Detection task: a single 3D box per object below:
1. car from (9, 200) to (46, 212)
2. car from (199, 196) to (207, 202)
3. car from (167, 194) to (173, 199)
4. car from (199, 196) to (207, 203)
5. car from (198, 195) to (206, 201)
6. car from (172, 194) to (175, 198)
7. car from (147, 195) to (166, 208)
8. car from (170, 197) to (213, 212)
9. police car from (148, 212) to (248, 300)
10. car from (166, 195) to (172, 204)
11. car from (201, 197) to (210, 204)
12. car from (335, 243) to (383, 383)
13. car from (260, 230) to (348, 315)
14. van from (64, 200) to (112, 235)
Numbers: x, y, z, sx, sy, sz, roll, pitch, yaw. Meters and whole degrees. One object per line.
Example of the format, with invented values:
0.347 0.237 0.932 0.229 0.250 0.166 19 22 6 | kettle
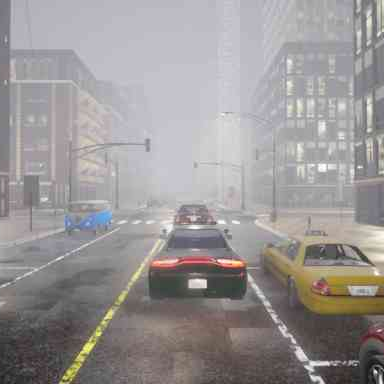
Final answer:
-19.056 1.538 37.861 4.507 1.381 1.887 0 -1 0 | car
2.691 1.802 84.835 1.947 1.339 4.313 0 0 0 | car
-5.688 1.761 73.508 1.802 1.307 4.206 0 0 0 | car
2.692 1.733 79.342 1.752 1.417 4.829 0 0 0 | car
2.692 1.705 90.499 1.967 1.590 4.097 0 0 0 | car
-5.688 1.647 79.172 1.967 1.590 4.097 0 0 0 | car
-5.684 1.408 50.859 2.192 1.841 5.009 0 0 0 | car
0.085 1.369 18.616 2.097 1.767 4.553 0 0 0 | car
0.102 1.509 8.506 2.038 1.542 4.974 0 0 0 | police car
-5.688 1.720 67.846 1.947 1.339 4.313 0 0 0 | car
2.693 1.680 68.017 1.752 1.417 4.829 0 0 0 | car
2.706 1.441 1.883 1.967 1.590 4.097 1 0 0 | car
2.707 1.529 7.577 1.752 1.417 4.829 1 0 0 | car
-5.660 1.358 18.453 1.690 1.788 3.998 1 0 0 | van
